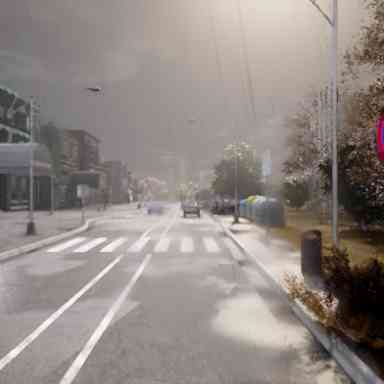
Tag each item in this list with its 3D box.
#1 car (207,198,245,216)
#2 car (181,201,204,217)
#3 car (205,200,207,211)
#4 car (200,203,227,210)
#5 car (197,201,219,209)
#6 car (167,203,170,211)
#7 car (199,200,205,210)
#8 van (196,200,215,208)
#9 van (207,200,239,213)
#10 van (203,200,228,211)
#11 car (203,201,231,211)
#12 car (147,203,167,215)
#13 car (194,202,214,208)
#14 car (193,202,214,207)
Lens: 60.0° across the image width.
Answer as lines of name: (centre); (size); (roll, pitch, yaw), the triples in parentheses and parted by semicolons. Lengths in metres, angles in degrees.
car: (5.114, 1.808, 39.570); (5.566, 2.045, 2.435); (1, -2, -22)
car: (-0.080, 2.022, 37.967); (2.128, 1.511, 4.902); (0, -2, -2)
car: (4.972, 1.897, 42.493); (5.566, 2.045, 2.435); (1, -2, -22)
car: (4.245, 2.872, 66.177); (4.792, 1.488, 2.163); (1, -2, -22)
car: (3.767, 3.024, 78.025); (4.553, 1.767, 2.185); (1, -2, -23)
car: (-5.102, 2.759, 61.380); (1.812, 1.442, 4.674); (0, -2, -1)
car: (4.638, 2.257, 54.350); (5.566, 2.045, 2.435); (1, -2, -22)
van: (3.473, 3.141, 86.989); (4.442, 1.987, 1.878); (1, -2, -23)
van: (4.810, 2.196, 51.428); (4.442, 1.987, 1.878); (1, -2, -22)
van: (4.422, 2.537, 63.261); (4.442, 1.987, 1.878); (1, -2, -22)
car: (4.443, 2.553, 60.260); (4.553, 1.767, 2.185); (1, -1, -22)
car: (-4.532, 2.141, 42.132); (1.882, 1.535, 5.008); (0, -2, -2)
car: (3.192, 3.432, 89.900); (5.008, 1.535, 2.097); (1, -2, -24)
car: (3.191, 3.500, 92.938); (5.366, 1.575, 1.946); (1, -2, -24)
